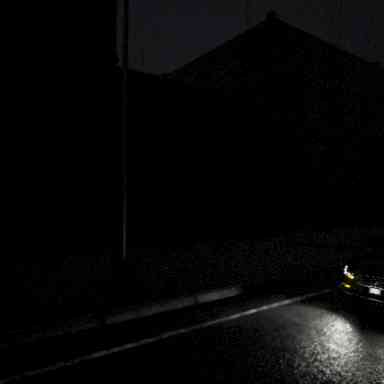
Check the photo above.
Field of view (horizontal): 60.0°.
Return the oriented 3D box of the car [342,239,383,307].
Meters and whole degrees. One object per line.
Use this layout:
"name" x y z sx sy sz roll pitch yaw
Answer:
"car" 5.314 1.583 7.434 4.892 1.490 1.837 1 -1 -35
